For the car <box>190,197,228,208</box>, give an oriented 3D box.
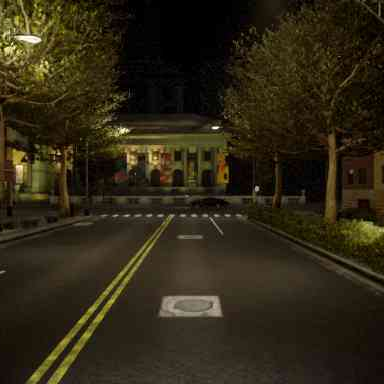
[{"bbox_3d":[2.153,1.505,46.598,4.892,1.490,1.837,0,0,0],"label":"car"}]
